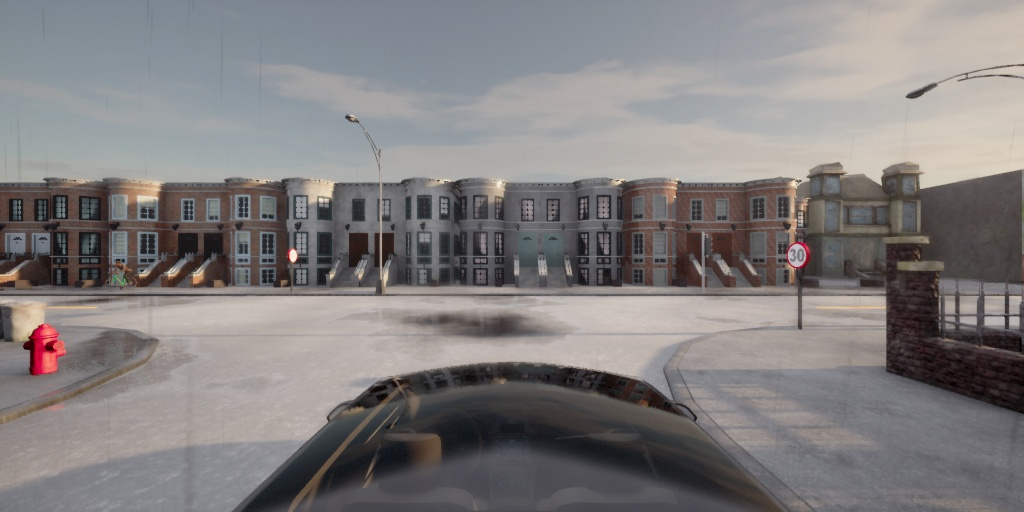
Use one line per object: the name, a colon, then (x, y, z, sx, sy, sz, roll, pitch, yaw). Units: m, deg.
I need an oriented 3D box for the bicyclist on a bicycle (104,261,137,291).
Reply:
bicyclist on a bicycle: (-21.801, 1.099, 20.000, 0.582, 1.620, 1.656, 0, 0, 0)
